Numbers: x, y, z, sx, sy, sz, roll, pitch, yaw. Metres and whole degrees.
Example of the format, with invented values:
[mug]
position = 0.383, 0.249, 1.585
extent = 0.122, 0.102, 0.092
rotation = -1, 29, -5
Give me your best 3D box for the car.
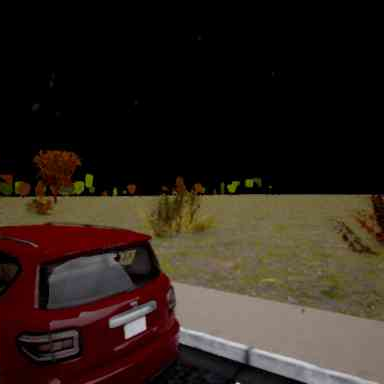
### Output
[car]
position = -2.466, 1.357, 4.463
extent = 5.009, 1.841, 2.192
rotation = -1, 0, 35
